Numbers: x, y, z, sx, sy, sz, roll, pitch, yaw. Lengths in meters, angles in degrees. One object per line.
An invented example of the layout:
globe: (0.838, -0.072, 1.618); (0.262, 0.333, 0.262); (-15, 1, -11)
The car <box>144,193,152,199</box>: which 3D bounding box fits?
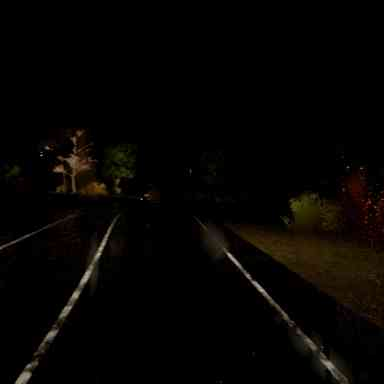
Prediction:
car: (-12.307, 1.123, 92.656); (1.882, 1.535, 5.008); (2, 0, -4)
